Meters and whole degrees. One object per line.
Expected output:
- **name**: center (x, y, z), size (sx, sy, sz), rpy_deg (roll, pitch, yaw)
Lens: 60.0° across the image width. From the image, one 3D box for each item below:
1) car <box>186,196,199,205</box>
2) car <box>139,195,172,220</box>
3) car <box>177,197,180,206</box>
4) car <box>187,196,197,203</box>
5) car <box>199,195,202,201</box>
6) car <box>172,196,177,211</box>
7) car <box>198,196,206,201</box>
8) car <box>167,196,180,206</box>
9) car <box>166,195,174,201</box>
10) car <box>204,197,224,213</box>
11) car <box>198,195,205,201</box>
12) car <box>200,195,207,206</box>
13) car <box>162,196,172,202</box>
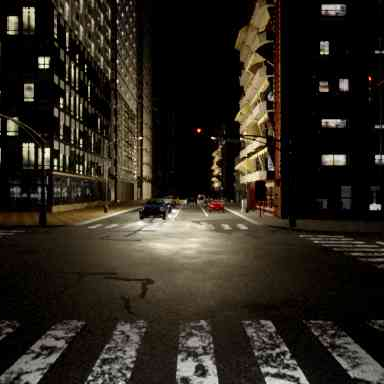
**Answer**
- **car**: center (-0.004, 1.528, 59.991), size (1.837, 1.490, 4.892), rpy_deg (0, 0, 0)
- **car**: center (-3.142, 1.357, 28.122), size (2.097, 1.767, 4.553), rpy_deg (0, 0, 0)
- **car**: center (-3.153, 1.615, 46.454), size (1.895, 1.301, 4.718), rpy_deg (0, 0, 0)
- **car**: center (-0.033, 1.594, 70.302), size (1.994, 1.385, 4.181), rpy_deg (0, 0, 0)
- **car**: center (2.597, 1.571, 55.806), size (2.008, 1.369, 4.403), rpy_deg (0, 0, 0)
- **car**: center (-3.158, 1.501, 37.196), size (2.128, 1.511, 4.902), rpy_deg (0, 0, 0)
- **car**: center (2.547, 1.626, 84.049), size (1.802, 1.307, 4.206), rpy_deg (0, 0, 0)
- **car**: center (-3.097, 1.498, 56.726), size (1.882, 1.535, 5.008), rpy_deg (0, 0, 0)
- **car**: center (-5.843, 1.596, 89.683), size (1.887, 1.381, 4.507), rpy_deg (0, 0, 0)
- **car**: center (2.679, 1.591, 37.241), size (1.802, 1.307, 4.206), rpy_deg (0, 0, 0)
- **car**: center (2.537, 1.491, 89.698), size (1.967, 1.590, 4.097), rpy_deg (0, 0, 0)
- **car**: center (2.606, 1.567, 50.158), size (2.008, 1.369, 4.403), rpy_deg (0, 0, 0)
- **car**: center (-5.823, 1.589, 78.386), size (2.008, 1.369, 4.403), rpy_deg (0, 0, 0)
